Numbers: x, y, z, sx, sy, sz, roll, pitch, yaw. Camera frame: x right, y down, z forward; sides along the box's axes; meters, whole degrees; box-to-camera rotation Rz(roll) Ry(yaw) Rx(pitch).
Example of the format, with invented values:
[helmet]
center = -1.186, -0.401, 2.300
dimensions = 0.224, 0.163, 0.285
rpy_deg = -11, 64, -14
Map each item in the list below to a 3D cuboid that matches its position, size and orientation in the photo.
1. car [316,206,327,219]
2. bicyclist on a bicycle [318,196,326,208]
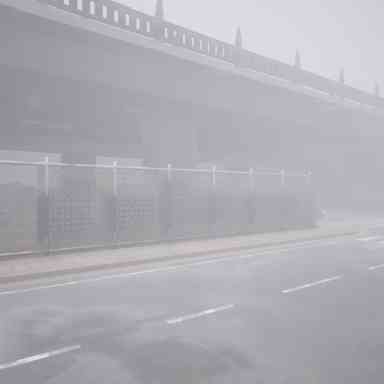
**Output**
[car]
center = 9.102, 1.491, 28.520
dimensions = 2.128, 1.511, 4.902
rpy_deg = 0, 0, -36
[bicyclist on a bicycle]
center = 16.684, 1.301, 42.717
dimensions = 1.656, 1.620, 0.582
rpy_deg = 0, 0, -36
